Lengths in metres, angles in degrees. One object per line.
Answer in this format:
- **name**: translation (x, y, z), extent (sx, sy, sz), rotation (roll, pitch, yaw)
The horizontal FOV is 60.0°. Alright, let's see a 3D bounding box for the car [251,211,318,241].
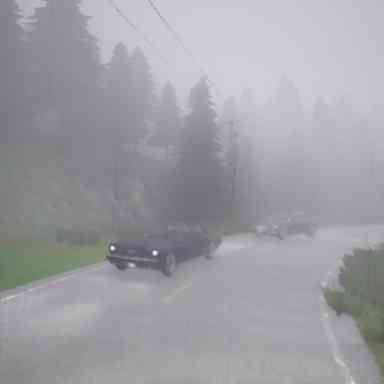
- **car**: translation (5.422, 1.849, 19.190), extent (4.902, 1.511, 2.128), rotation (2, -1, -41)

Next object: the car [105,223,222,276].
- **car**: translation (-0.681, 1.735, 11.086), extent (1.895, 1.301, 4.718), rotation (1, -1, 26)
